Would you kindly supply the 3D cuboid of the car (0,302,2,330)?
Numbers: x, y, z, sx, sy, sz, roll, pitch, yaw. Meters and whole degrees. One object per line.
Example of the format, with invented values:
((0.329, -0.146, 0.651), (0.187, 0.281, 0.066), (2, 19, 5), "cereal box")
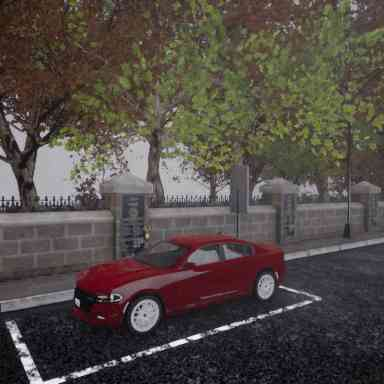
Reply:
((-4.504, 1.551, 3.439), (4.403, 1.369, 2.008), (0, 0, -36), "car")

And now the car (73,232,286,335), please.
((-0.027, 1.545, 6.702), (4.507, 1.381, 1.887), (0, 0, -36), "car")
